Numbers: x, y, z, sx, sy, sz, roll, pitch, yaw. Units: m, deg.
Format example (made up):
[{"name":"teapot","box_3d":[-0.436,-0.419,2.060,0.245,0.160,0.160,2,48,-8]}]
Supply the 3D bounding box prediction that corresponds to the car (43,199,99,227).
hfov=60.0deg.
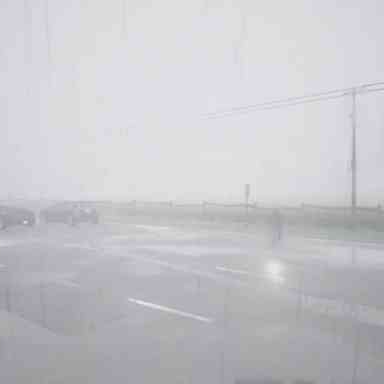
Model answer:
[{"name":"car","box_3d":[-8.503,1.342,22.922,4.553,1.767,2.097,0,0,36]}]

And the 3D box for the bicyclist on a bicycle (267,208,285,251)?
[{"name":"bicyclist on a bicycle","box_3d":[3.325,1.449,13.033,0.582,1.620,1.656,0,2,35]}]

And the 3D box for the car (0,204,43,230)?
[{"name":"car","box_3d":[-11.752,1.495,20.931,4.892,1.490,1.837,0,0,35]}]
